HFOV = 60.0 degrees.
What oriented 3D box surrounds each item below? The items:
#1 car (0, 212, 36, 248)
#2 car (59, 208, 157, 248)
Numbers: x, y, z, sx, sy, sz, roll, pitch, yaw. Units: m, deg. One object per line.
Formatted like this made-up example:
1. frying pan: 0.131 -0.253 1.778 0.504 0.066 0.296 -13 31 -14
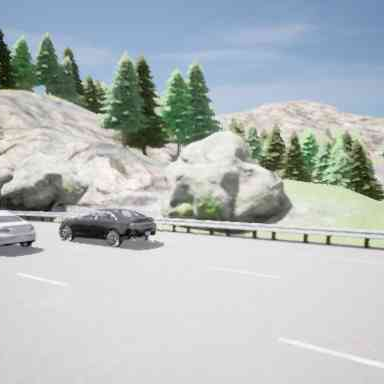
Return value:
1. car: -8.160 1.505 13.270 4.674 1.442 1.812 0 0 31
2. car: -3.829 1.464 14.723 4.902 1.511 2.128 0 0 32
